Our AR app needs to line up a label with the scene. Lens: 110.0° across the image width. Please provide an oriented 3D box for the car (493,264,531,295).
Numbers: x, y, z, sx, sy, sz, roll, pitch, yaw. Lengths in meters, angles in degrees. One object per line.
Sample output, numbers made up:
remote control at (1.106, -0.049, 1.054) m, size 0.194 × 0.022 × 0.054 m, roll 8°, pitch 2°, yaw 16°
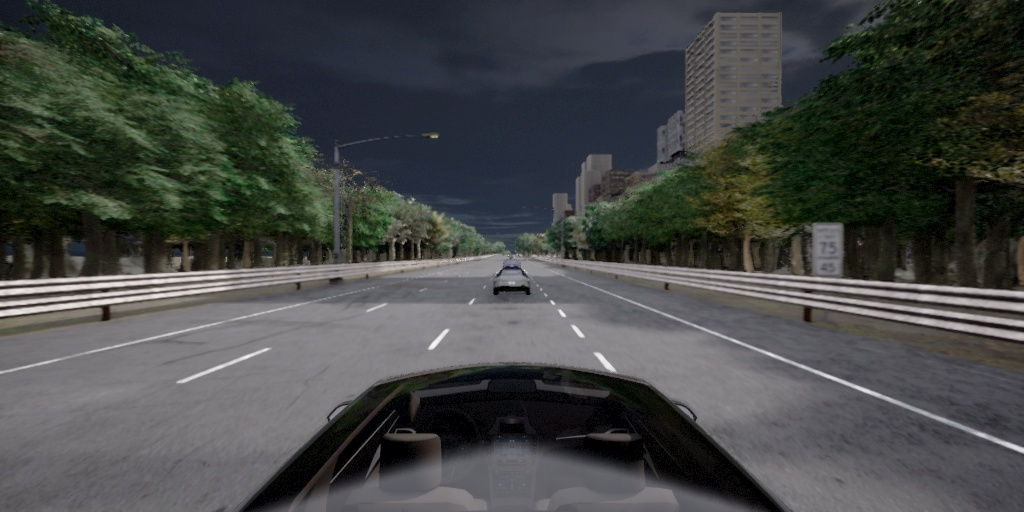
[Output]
car at (-0.008, 1.324, 20.110) m, size 1.994 × 1.385 × 4.181 m, roll 0°, pitch 0°, yaw 0°

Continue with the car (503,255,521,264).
car at (-0.015, 1.103, 42.046) m, size 2.097 × 1.767 × 4.553 m, roll 0°, pitch 0°, yaw 0°
